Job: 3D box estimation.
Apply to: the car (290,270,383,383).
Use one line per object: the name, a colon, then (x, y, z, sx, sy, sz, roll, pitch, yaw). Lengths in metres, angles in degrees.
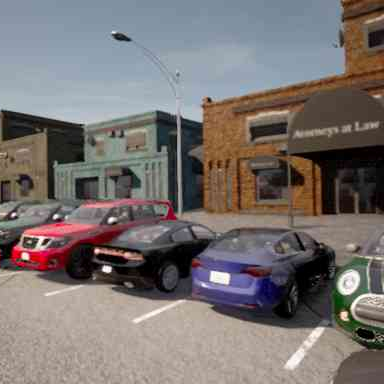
car: (3.176, 1.534, 1.113, 5.357, 1.411, 2.033, 0, 0, 36)

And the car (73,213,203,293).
car: (-0.421, 1.526, 9.248, 2.097, 1.535, 5.008, -1, -1, 35)

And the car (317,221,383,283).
car: (4.085, 1.354, 6.079, 2.185, 1.767, 4.553, -1, 0, 35)

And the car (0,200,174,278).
car: (-2.682, 1.310, 10.832, 2.435, 2.045, 5.566, -1, -1, 35)

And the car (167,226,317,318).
car: (1.839, 1.532, 7.678, 2.163, 1.488, 4.792, -1, 0, 35)
